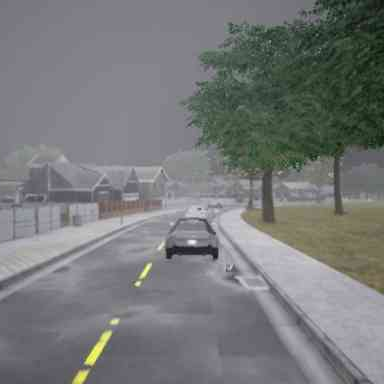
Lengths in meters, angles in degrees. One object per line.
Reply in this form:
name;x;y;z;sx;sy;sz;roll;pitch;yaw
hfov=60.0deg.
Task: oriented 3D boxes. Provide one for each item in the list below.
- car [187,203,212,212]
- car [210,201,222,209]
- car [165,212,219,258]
car;0.472;1.889;28.851;1.812;1.442;4.674;0;-1;6
car;4.106;2.321;60.314;1.812;1.442;4.674;0;-1;19
car;0.022;1.709;13.408;1.994;1.385;4.181;0;-1;1
